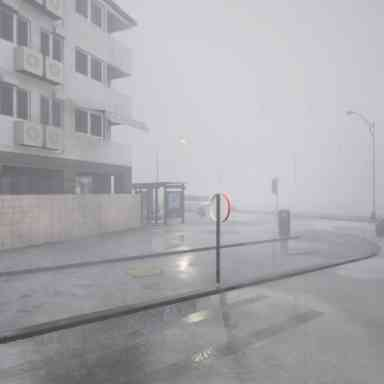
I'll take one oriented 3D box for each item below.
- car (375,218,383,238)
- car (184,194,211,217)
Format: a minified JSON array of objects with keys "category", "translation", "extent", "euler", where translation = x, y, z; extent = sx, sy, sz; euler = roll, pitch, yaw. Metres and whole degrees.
[{"category":"car","translation":[10.323,1.564,14.948],"extent":[1.994,1.385,4.181],"euler":[0,0,-7]},{"category":"car","translation":[0.659,1.212,31.632],"extent":[2.150,2.045,5.566],"euler":[0,1,-35]}]
